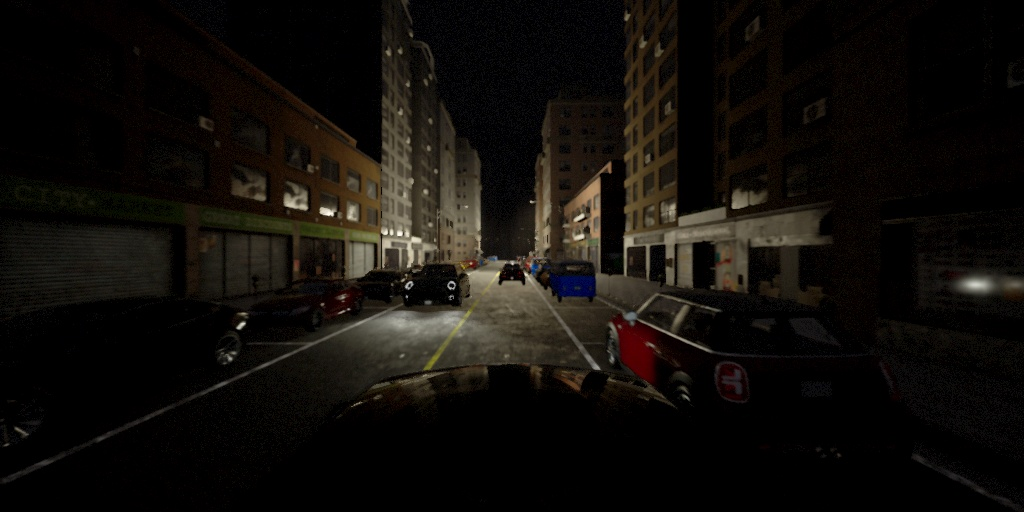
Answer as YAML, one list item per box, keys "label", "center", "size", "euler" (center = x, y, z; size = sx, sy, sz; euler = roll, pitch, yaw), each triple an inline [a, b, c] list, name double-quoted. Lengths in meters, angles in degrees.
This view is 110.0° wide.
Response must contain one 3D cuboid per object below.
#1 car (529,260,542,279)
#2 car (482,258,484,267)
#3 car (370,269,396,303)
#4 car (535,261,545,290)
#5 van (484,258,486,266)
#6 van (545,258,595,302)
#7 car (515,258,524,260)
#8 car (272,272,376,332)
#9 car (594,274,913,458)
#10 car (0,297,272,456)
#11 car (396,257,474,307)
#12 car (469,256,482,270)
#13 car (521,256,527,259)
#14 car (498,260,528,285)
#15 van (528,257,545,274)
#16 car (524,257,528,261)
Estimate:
- label: "car"
  center: [2.656, 1.263, 27.756]
  size: [2.007, 1.370, 4.403]
  euler: [0, 0, 0]
- label: "car"
  center: [-5.884, 1.213, 56.085]
  size: [2.007, 1.370, 4.403]
  euler: [0, 0, 0]
- label: "car"
  center: [-5.864, 1.295, 16.407]
  size: [1.948, 1.339, 4.313]
  euler: [0, 0, 0]
- label: "car"
  center: [2.659, 1.247, 22.256]
  size: [1.751, 1.417, 4.829]
  euler: [0, 0, 0]
- label: "van"
  center: [-5.887, 0.993, 61.753]
  size: [1.690, 1.789, 3.998]
  euler: [0, 0, 0]
- label: "van"
  center: [2.661, 1.071, 16.417]
  size: [1.690, 1.789, 3.998]
  euler: [0, 0, 0]
- label: "car"
  center: [0.041, 1.238, 40.289]
  size: [2.033, 1.411, 5.357]
  euler: [0, 0, 0]
- label: "car"
  center: [-5.861, 1.320, 10.739]
  size: [1.802, 1.307, 4.207]
  euler: [0, 0, 0]
- label: "car"
  center: [2.667, 1.186, 5.079]
  size: [1.967, 1.591, 4.097]
  euler: [0, 0, 0]
- label: "car"
  center: [-5.858, 1.311, 5.071]
  size: [1.948, 1.339, 4.313]
  euler: [0, 0, 0]
- label: "car"
  center: [-3.015, 1.082, 15.188]
  size: [2.097, 1.767, 4.553]
  euler: [0, 0, 0]
- label: "car"
  center: [-5.881, 0.987, 50.417]
  size: [2.192, 1.841, 5.009]
  euler: [0, 0, 0]
- label: "car"
  center: [2.647, 0.998, 44.764]
  size: [2.192, 1.841, 5.009]
  euler: [0, 0, 0]
- label: "car"
  center: [0.004, 1.241, 25.748]
  size: [1.812, 1.442, 4.674]
  euler: [0, 0, 0]
- label: "van"
  center: [2.653, 1.044, 33.425]
  size: [1.690, 1.789, 3.998]
  euler: [0, 0, 0]
- label: "car"
  center: [2.650, 1.133, 39.095]
  size: [1.967, 1.591, 4.097]
  euler: [0, 0, 0]
